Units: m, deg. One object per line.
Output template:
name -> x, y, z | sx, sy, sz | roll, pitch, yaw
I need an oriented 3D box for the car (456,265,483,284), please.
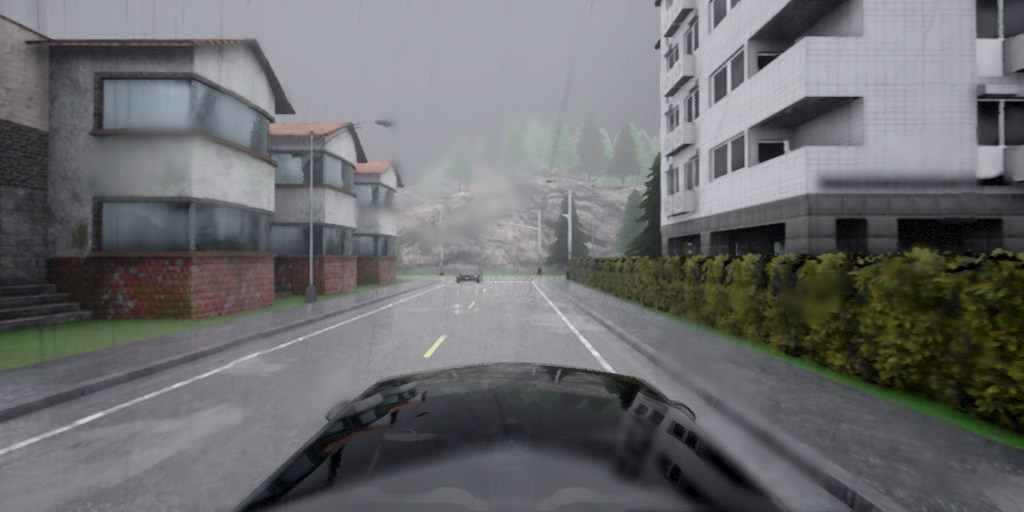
car -> -3.500, 1.529, 30.243 | 1.837, 1.490, 4.892 | 0, -1, 0
